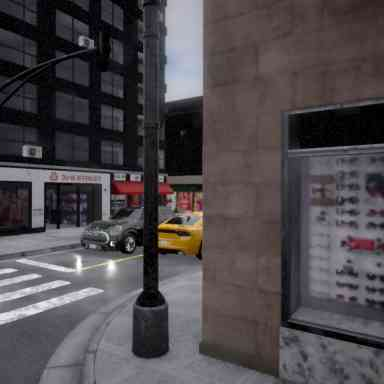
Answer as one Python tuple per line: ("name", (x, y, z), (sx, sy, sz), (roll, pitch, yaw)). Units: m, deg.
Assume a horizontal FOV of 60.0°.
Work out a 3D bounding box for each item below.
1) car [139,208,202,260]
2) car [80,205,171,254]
("car", (0.463, 1.500, 12.849), (1.882, 1.535, 5.008), (0, 0, 33))
("car", (-2.323, 1.365, 13.798), (2.097, 1.767, 4.553), (0, 0, 33))
